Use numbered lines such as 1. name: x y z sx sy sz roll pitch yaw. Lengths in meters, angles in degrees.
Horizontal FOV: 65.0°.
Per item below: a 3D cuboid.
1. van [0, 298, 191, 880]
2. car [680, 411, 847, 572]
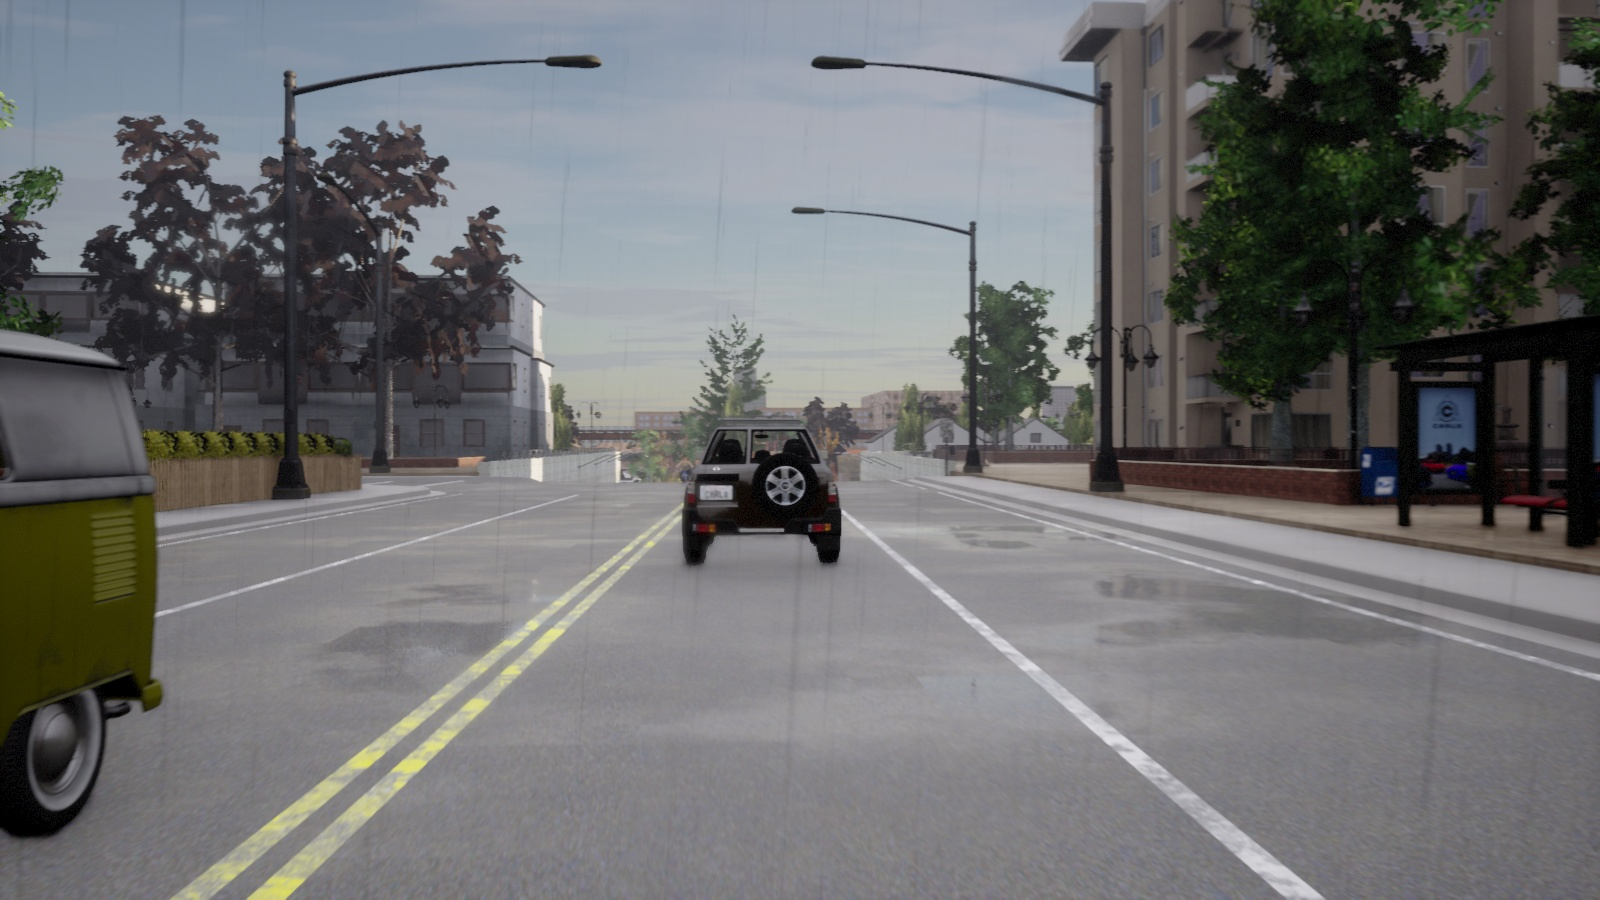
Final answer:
1. van: -3.591 0.479 3.462 1.775 1.987 4.442 0 0 -2
2. car: -0.487 0.468 16.790 1.932 1.855 4.605 0 0 -2
